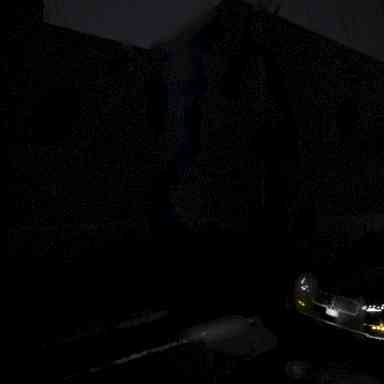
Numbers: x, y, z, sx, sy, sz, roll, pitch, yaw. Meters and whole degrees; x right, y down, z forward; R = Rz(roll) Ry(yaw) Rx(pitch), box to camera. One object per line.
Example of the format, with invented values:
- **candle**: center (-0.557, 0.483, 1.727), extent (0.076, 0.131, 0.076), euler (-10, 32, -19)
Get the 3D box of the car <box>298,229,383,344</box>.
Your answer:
- **car**: center (4.011, 1.500, 6.239), extent (4.892, 1.490, 1.837), euler (0, 0, -35)
